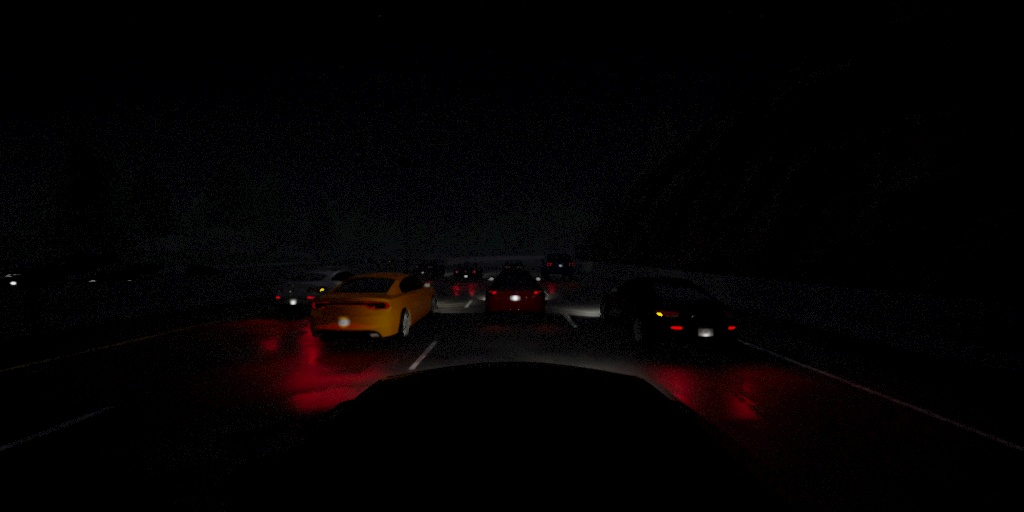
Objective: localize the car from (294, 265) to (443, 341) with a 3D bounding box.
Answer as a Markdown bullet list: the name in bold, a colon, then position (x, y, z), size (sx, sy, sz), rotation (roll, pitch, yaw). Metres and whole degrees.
- **car**: position (-3.401, 1.178, 9.750), size (1.882, 1.535, 5.008), rotation (0, 0, 0)

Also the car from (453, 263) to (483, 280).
- **car**: position (-3.390, 1.188, 28.546), size (1.895, 1.301, 4.718), rotation (0, 0, 0)

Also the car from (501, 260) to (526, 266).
- **car**: position (0.111, 1.070, 30.128), size (2.128, 1.511, 4.902), rotation (0, 0, 0)

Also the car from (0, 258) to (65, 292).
- **car**: position (-28.090, 0.991, 19.429), size (2.097, 1.767, 4.553), rotation (0, 0, 0)

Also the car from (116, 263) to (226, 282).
- **car**: position (-17.592, 1.167, 19.175), size (1.812, 1.442, 4.674), rotation (0, 0, 0)

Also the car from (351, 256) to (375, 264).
- **car**: position (-24.381, 0.746, 60.090), size (2.097, 1.767, 4.553), rotation (0, 0, 2)

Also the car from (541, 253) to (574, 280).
- **car**: position (3.612, 0.805, 29.275), size (2.150, 2.045, 5.566), rotation (0, 0, 0)

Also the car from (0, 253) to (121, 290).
- **car**: position (-24.592, 0.863, 19.551), size (2.150, 2.045, 5.566), rotation (0, 0, 0)

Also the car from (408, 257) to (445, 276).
- **car**: position (-6.889, 1.069, 30.134), size (2.128, 1.511, 4.902), rotation (0, 0, 0)

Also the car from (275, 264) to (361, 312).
- **car**: position (-6.896, 1.203, 13.615), size (1.812, 1.442, 4.674), rotation (0, 0, 0)

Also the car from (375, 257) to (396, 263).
- **car**: position (-20.856, 0.866, 60.867), size (1.882, 1.535, 5.008), rotation (0, 0, 2)

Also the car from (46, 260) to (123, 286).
- **car**: position (-21.091, 1.144, 19.467), size (1.837, 1.490, 4.892), rotation (0, 0, 0)

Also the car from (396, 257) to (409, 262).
- **car**: position (-17.380, 0.870, 60.607), size (1.882, 1.535, 5.008), rotation (0, 0, 2)

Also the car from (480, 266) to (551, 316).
- **car**: position (0.103, 1.246, 12.965), size (1.994, 1.385, 4.181), rotation (0, 0, 0)

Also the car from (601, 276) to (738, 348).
- **car**: position (3.598, 1.232, 8.949), size (1.812, 1.442, 4.674), rotation (0, 0, 0)
